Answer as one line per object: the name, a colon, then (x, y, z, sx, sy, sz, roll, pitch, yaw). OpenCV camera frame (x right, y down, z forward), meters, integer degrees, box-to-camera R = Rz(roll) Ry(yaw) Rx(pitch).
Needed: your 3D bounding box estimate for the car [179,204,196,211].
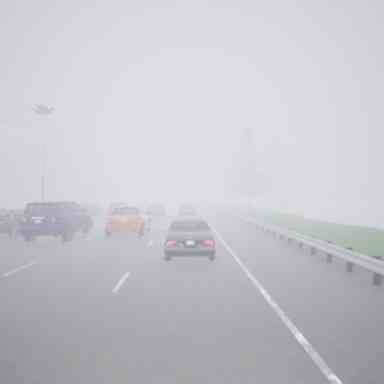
car: (-0.542, 2.013, 38.367, 1.994, 1.385, 4.181, 0, -1, -2)

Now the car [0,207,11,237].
car: (-10.692, 1.788, 19.757, 2.128, 1.511, 4.902, 0, -1, -1)

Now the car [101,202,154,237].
car: (-3.696, 1.606, 19.940, 2.097, 1.767, 4.553, 0, -1, -1)

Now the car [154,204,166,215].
car: (-4.040, 2.033, 38.247, 1.994, 1.385, 4.181, 0, -1, -2)

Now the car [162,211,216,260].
car: (-0.091, 1.702, 13.123, 2.033, 1.411, 5.357, 0, -1, -1)

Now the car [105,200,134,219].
car: (-7.455, 1.801, 34.799, 2.097, 1.767, 4.553, 0, -1, -1)

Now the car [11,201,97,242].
car: (-7.166, 1.477, 18.075, 2.150, 2.045, 5.566, 0, 0, -1)

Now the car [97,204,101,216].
car: (-10.986, 1.995, 36.281, 1.837, 1.490, 4.892, 0, 0, -1)
